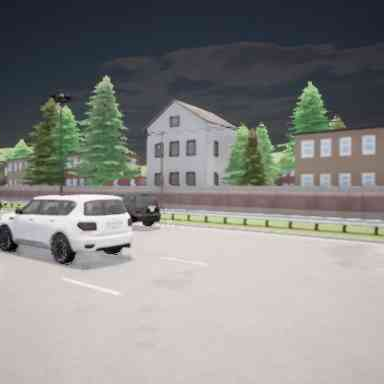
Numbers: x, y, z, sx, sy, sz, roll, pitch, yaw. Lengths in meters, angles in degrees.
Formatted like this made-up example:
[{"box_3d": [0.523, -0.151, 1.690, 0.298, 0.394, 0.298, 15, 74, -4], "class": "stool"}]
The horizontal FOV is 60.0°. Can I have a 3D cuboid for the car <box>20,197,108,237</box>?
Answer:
[{"box_3d": [-6.775, 1.176, 17.425, 4.553, 1.767, 2.097, 1, 0, 36], "class": "car"}]

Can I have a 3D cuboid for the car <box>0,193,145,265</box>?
[{"box_3d": [-4.502, 1.106, 11.503, 5.566, 2.045, 2.150, 1, 0, 36], "class": "car"}]

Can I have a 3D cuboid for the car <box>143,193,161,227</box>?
[{"box_3d": [-4.398, 1.050, 20.028, 5.566, 2.045, 2.150, 1, 0, 36], "class": "car"}]
